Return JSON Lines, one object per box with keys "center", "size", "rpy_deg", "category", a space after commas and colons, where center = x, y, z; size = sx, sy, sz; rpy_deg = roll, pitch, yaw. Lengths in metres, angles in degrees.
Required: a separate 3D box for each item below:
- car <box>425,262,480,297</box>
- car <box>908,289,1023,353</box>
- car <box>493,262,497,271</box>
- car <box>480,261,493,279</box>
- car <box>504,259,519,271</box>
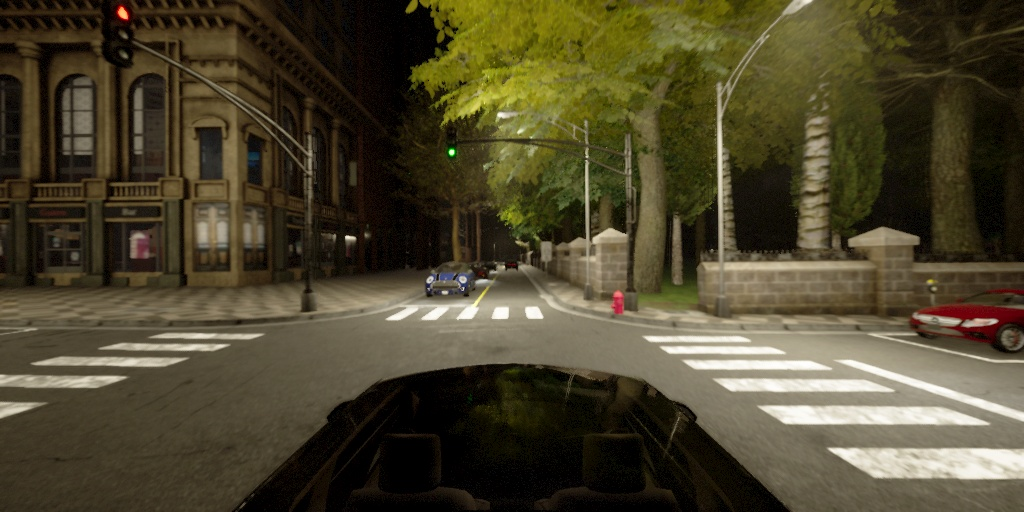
{"center": [-3.122, 1.120, 18.970], "size": [2.097, 1.767, 4.553], "rpy_deg": [-1, 0, 0], "category": "car"}
{"center": [11.884, 1.420, 8.306], "size": [4.207, 1.307, 1.802], "rpy_deg": [0, 0, 0], "category": "car"}
{"center": [-3.113, 1.371, 48.334], "size": [1.994, 1.385, 4.181], "rpy_deg": [-1, 0, 0], "category": "car"}
{"center": [-3.117, 1.343, 32.203], "size": [1.994, 1.385, 4.181], "rpy_deg": [-1, 0, 1], "category": "car"}
{"center": [-0.054, 1.279, 48.985], "size": [1.837, 1.490, 4.892], "rpy_deg": [-1, 0, 0], "category": "car"}
